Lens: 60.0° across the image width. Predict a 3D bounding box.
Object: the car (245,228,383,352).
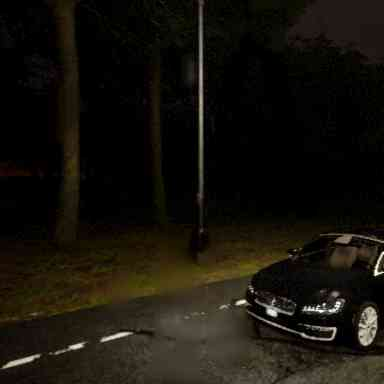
[{"bbox_3d":[3.132,1.487,6.227,4.892,1.490,1.837,0,0,-35],"label":"car"}]
